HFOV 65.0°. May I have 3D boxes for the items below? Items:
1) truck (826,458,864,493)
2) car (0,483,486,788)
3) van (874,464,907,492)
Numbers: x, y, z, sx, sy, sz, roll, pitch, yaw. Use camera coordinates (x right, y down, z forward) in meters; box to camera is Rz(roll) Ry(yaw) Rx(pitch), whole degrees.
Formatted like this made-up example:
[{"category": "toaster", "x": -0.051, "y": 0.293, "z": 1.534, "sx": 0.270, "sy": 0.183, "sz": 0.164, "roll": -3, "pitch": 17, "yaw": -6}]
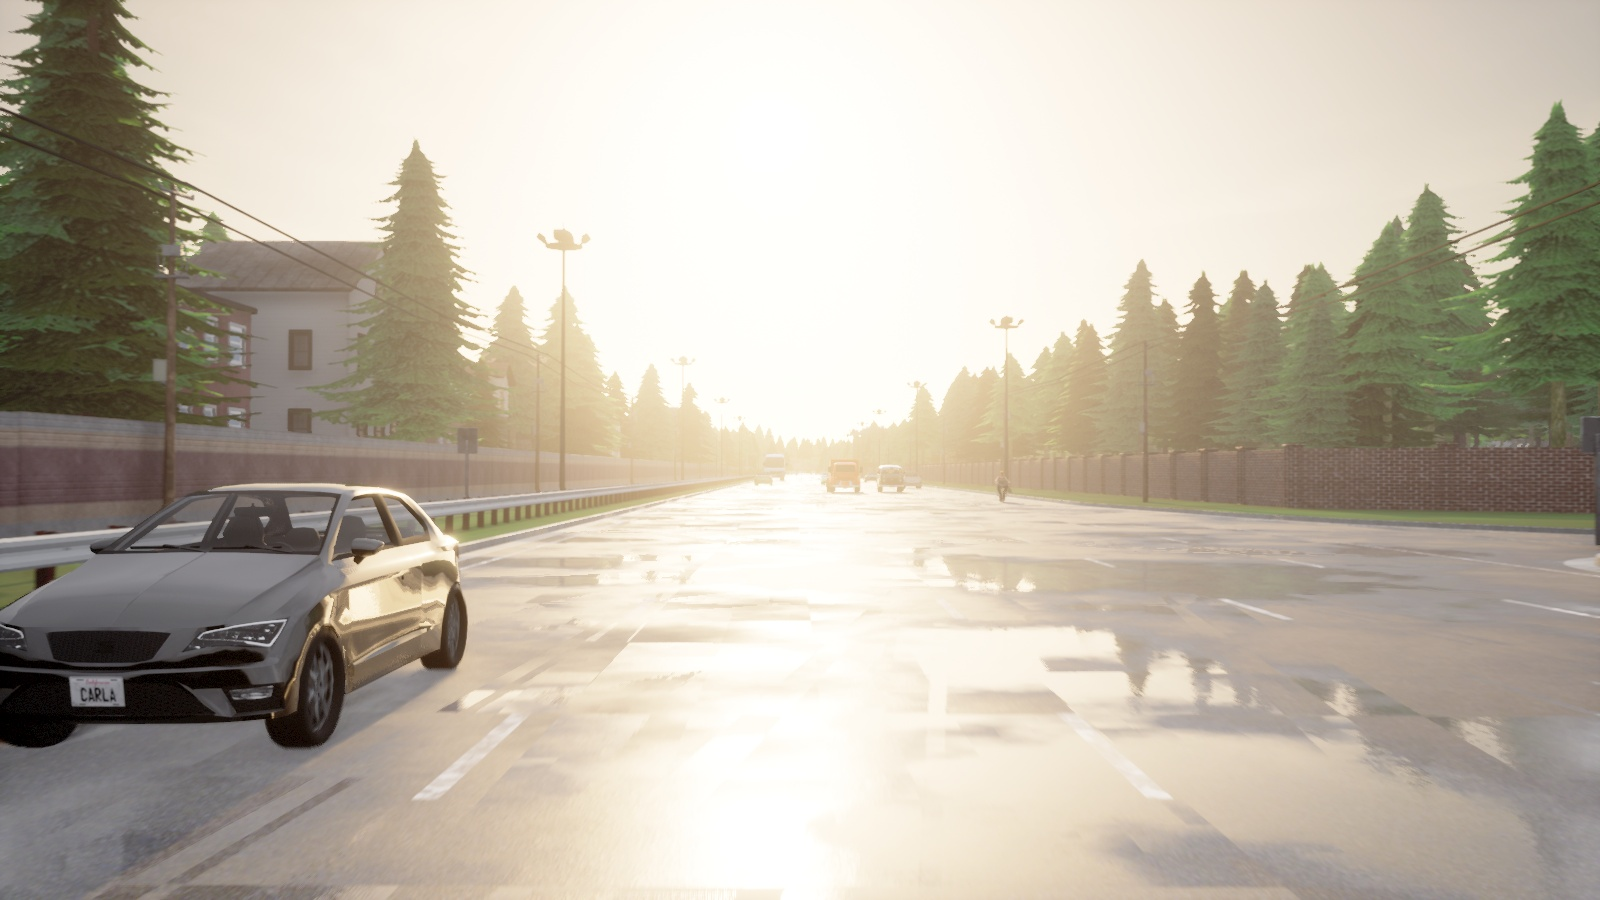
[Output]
[{"category": "truck", "x": 3.269, "y": 1.865, "z": 92.776, "sx": 2.627, "sy": 2.467, "sz": 5.204, "roll": 0, "pitch": -1, "yaw": 0}, {"category": "car", "x": -3.521, "y": 0.982, "z": 8.380, "sx": 1.816, "sy": 1.474, "sz": 4.193, "roll": 0, "pitch": -1, "yaw": 0}, {"category": "van", "x": 6.766, "y": 2.087, "z": 94.331, "sx": 2.069, "sy": 2.038, "sz": 4.480, "roll": 0, "pitch": -1, "yaw": 0}]
